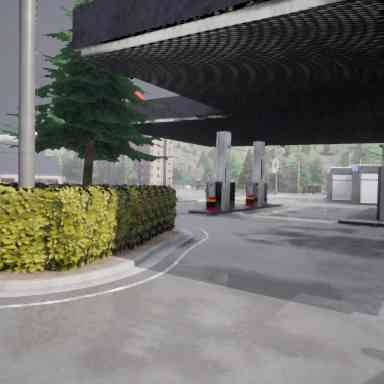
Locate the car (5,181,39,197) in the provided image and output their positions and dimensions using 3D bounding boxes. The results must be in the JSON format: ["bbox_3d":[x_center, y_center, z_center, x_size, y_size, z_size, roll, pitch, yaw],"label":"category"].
[{"bbox_3d":[-21.724,-0.457,42.413,4.605,1.855,1.932,2,2,35],"label":"car"}]

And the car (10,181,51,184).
[{"bbox_3d":[-17.194,-0.173,35.194,3.866,1.878,1.905,2,2,35],"label":"car"}]

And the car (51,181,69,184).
[{"bbox_3d":[-26.730,-1.251,65.443,3.866,1.878,1.905,2,2,35],"label":"car"}]

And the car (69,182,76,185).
[{"bbox_3d":[-25.391,-1.278,68.054,4.605,1.855,1.932,2,2,35],"label":"car"}]
